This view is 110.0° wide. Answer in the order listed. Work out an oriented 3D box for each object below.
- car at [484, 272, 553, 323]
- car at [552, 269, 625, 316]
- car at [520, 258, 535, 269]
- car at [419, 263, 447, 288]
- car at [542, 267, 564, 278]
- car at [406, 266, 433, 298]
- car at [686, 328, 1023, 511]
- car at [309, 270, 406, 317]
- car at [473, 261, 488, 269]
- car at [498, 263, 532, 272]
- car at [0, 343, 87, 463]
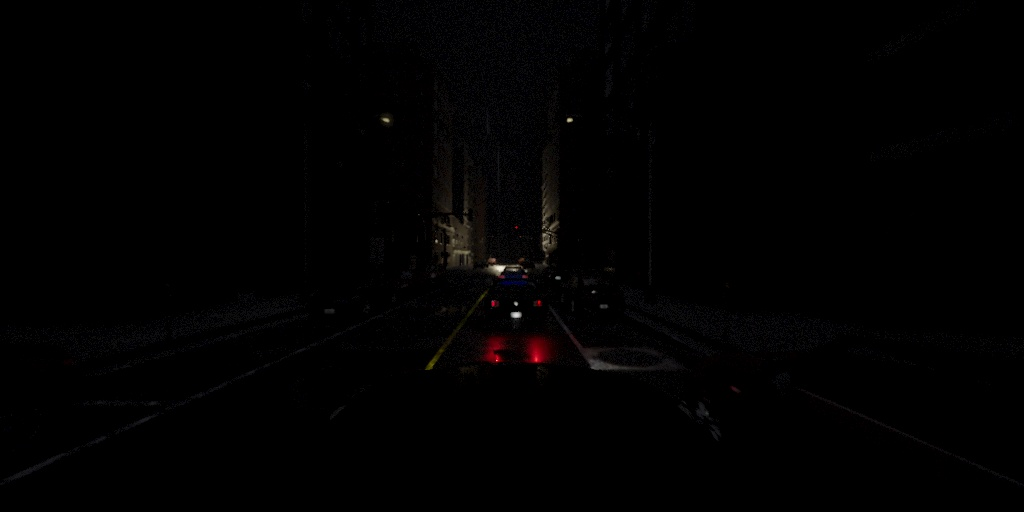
[{"bbox_3d":[0.099,1.384,12.341,1.895,1.301,4.718,0,0,-1],"label":"car"},{"bbox_3d":[2.855,1.337,13.323,2.007,1.370,4.403,0,0,0],"label":"car"},{"bbox_3d":[2.877,1.417,61.414,1.967,1.591,4.097,0,0,0],"label":"car"},{"bbox_3d":[-5.673,1.262,24.324,1.967,1.591,4.097,0,0,0],"label":"car"},{"bbox_3d":[2.852,1.389,24.326,1.948,1.339,4.313,0,0,0],"label":"car"},{"bbox_3d":[-5.672,1.386,18.822,1.802,1.307,4.207,0,0,0],"label":"car"},{"bbox_3d":[2.858,1.192,2.320,1.967,1.591,4.097,0,0,0],"label":"car"},{"bbox_3d":[-5.671,1.352,13.321,1.948,1.339,4.313,0,0,0],"label":"car"},{"bbox_3d":[-5.648,1.558,61.425,1.802,1.307,4.207,0,0,0],"label":"car"},{"bbox_3d":[0.092,1.385,23.700,1.994,1.385,4.181,0,0,0],"label":"car"},{"bbox_3d":[-5.668,1.333,2.319,1.802,1.307,4.207,0,0,0],"label":"car"}]
